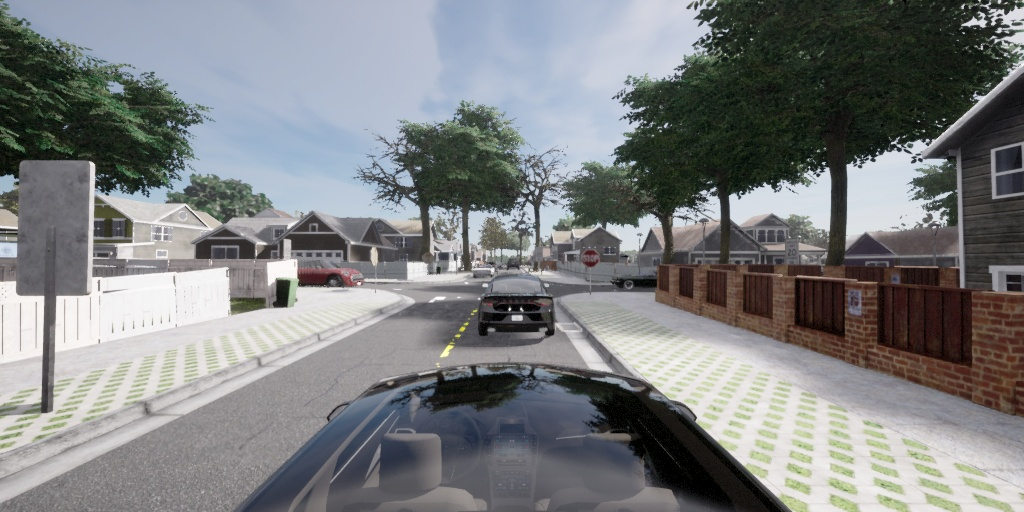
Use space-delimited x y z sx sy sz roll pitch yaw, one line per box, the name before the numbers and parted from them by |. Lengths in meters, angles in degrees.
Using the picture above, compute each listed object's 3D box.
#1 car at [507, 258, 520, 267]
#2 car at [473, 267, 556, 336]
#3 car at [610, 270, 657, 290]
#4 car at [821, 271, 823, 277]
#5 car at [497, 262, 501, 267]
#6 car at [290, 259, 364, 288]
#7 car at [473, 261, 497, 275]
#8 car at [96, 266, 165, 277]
car | 0.219 1.375 63.207 2.150 2.045 5.566 0 -1 0
car | 0.118 1.239 10.488 1.882 1.535 5.008 0 0 0
car | 9.062 1.596 23.964 4.718 1.301 1.895 1 -1 -1
car | 19.408 1.676 24.071 4.892 1.490 1.837 1 -1 0
car | -2.752 1.469 47.318 1.837 1.490 4.892 0 1 0
car | -10.906 0.960 20.520 4.553 1.767 2.097 1 -1 4
car | -2.782 1.472 35.759 1.895 1.301 4.718 0 0 0
car | -22.121 0.963 20.693 4.892 1.490 1.837 0 -1 -1
